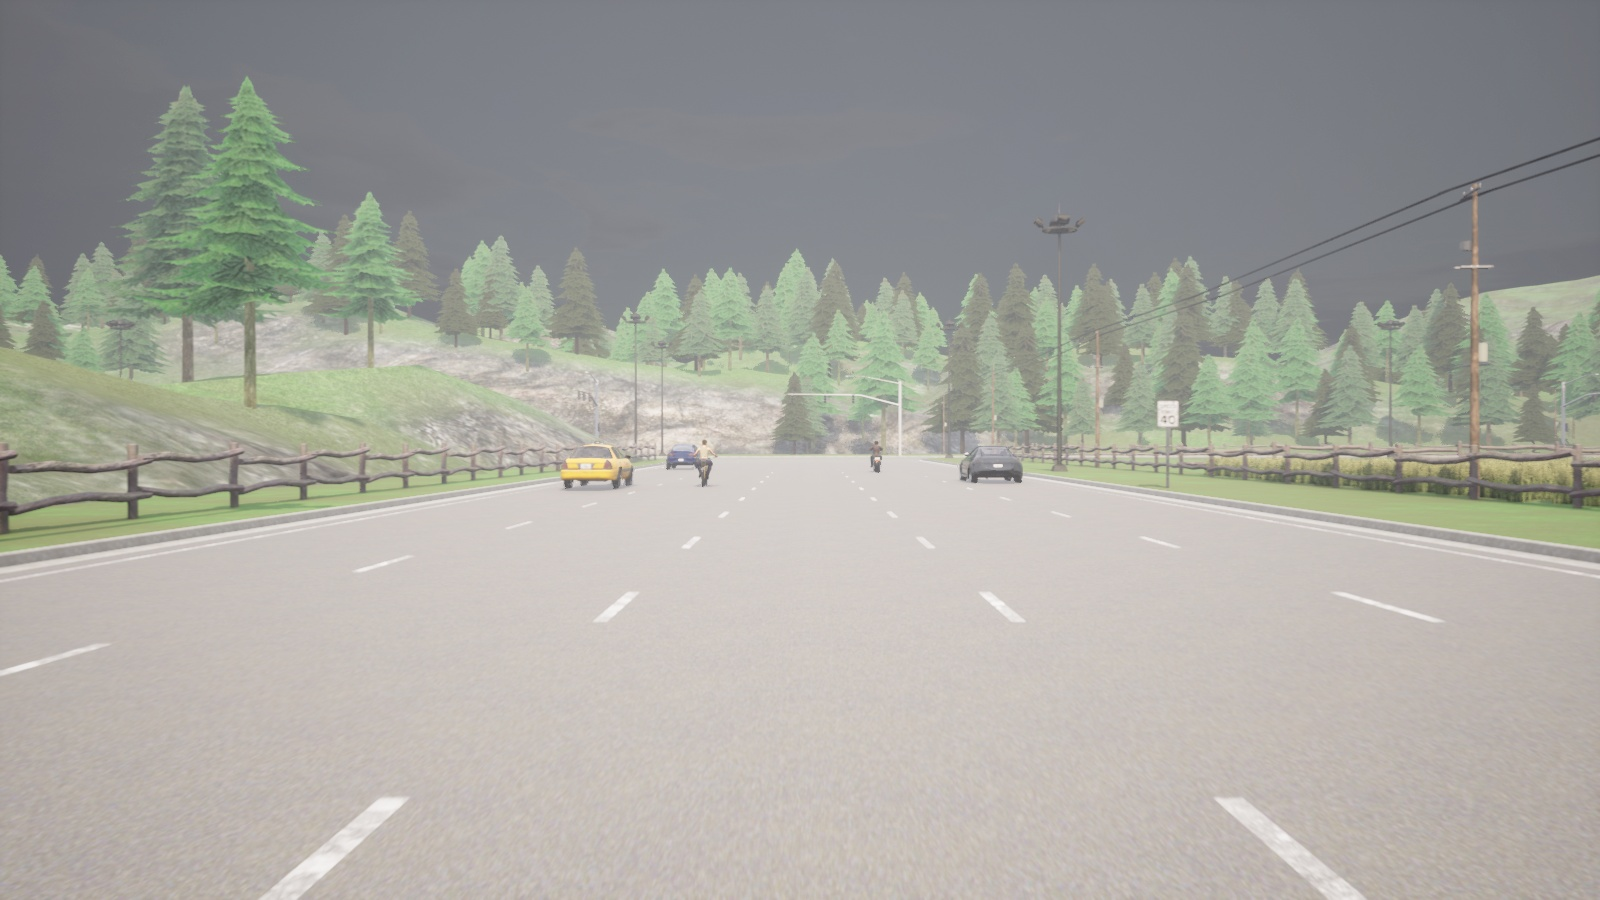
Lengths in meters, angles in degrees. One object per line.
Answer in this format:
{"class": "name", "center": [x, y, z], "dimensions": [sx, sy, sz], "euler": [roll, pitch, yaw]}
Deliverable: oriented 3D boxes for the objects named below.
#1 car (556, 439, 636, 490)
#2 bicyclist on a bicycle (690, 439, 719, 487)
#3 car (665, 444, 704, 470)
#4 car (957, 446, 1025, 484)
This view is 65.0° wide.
{"class": "car", "center": [-6.748, 0.443, 42.066], "dimensions": [1.801, 1.575, 5.366], "euler": [0, 0, 0]}
{"class": "bicyclist on a bicycle", "center": [-3.248, 0.439, 42.808], "dimensions": [0.866, 1.612, 1.509], "euler": [0, 0, 1]}
{"class": "car", "center": [-6.578, 0.361, 72.077], "dimensions": [1.812, 1.442, 4.674], "euler": [0, 0, 0]}
{"class": "car", "center": [7.287, 0.544, 48.209], "dimensions": [1.994, 1.385, 4.181], "euler": [0, 0, 0]}
